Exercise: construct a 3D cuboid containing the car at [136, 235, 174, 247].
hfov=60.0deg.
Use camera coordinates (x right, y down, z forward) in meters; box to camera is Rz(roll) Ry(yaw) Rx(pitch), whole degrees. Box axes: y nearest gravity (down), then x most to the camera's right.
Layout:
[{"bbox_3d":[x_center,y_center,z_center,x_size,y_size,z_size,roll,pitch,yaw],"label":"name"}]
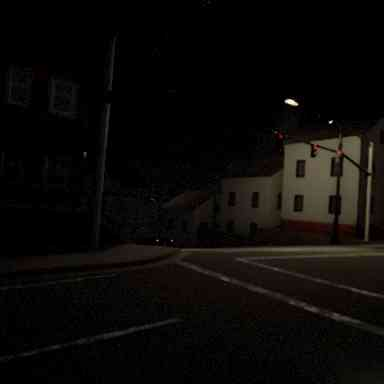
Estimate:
[{"bbox_3d":[-3.551,4.536,29.860,1.895,1.301,4.718,6,-13,-35],"label":"car"}]
